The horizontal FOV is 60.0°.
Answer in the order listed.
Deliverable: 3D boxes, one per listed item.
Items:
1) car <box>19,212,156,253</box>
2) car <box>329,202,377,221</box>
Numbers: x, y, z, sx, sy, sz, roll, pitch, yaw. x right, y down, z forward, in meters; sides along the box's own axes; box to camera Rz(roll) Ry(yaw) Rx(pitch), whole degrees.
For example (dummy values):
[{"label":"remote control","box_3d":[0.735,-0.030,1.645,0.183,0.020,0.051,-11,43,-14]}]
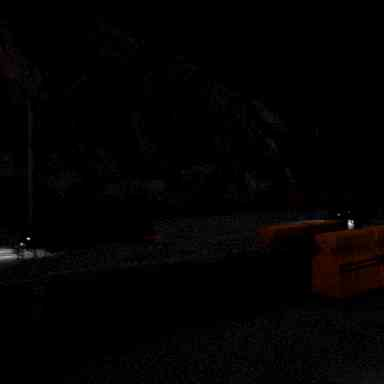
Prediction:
[{"label":"car","box_3d":[-4.170,1.546,13.912,5.357,1.411,2.033,0,0,-35]},{"label":"car","box_3d":[12.484,1.479,25.787,4.181,1.385,1.994,0,0,-35]}]
